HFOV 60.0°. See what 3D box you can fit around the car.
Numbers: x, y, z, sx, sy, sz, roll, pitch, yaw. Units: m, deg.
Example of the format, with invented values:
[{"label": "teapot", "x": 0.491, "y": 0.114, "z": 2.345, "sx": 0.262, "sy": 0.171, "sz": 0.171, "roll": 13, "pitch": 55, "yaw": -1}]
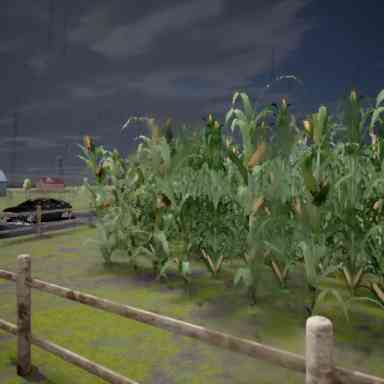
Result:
[{"label": "car", "x": -10.406, "y": 1.181, "z": 22.603, "sx": 1.837, "sy": 1.490, "sz": 4.892, "roll": 1, "pitch": 1, "yaw": 23}]
